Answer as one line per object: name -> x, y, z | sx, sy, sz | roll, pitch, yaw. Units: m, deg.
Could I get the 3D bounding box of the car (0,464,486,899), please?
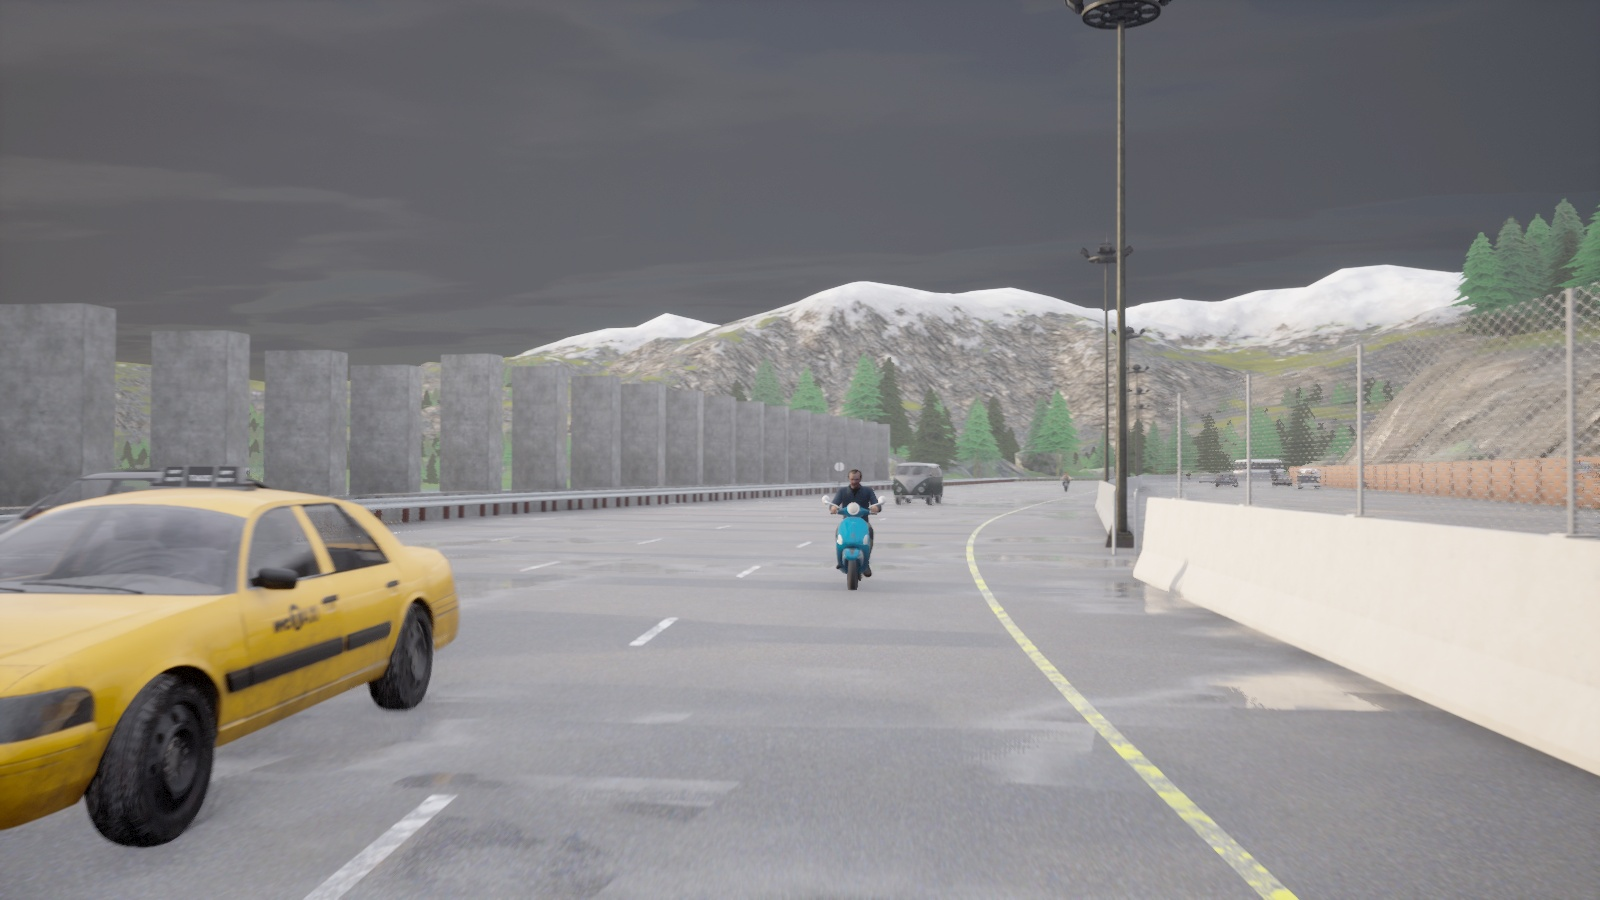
car -> -3.405, 0.883, 6.968 | 1.801, 1.575, 5.366 | 0, -1, 2

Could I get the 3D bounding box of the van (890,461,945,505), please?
van -> 5.547, 1.532, 58.837 | 1.775, 1.987, 4.442 | -1, -1, 15

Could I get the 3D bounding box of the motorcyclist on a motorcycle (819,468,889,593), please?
motorcyclist on a motorcycle -> 0.758, 1.051, 17.053 | 0.866, 1.590, 1.817 | 0, -1, 5

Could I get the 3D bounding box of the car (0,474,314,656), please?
car -> -6.620, 1.030, 12.696 | 1.789, 1.549, 3.705 | 0, -1, 4
